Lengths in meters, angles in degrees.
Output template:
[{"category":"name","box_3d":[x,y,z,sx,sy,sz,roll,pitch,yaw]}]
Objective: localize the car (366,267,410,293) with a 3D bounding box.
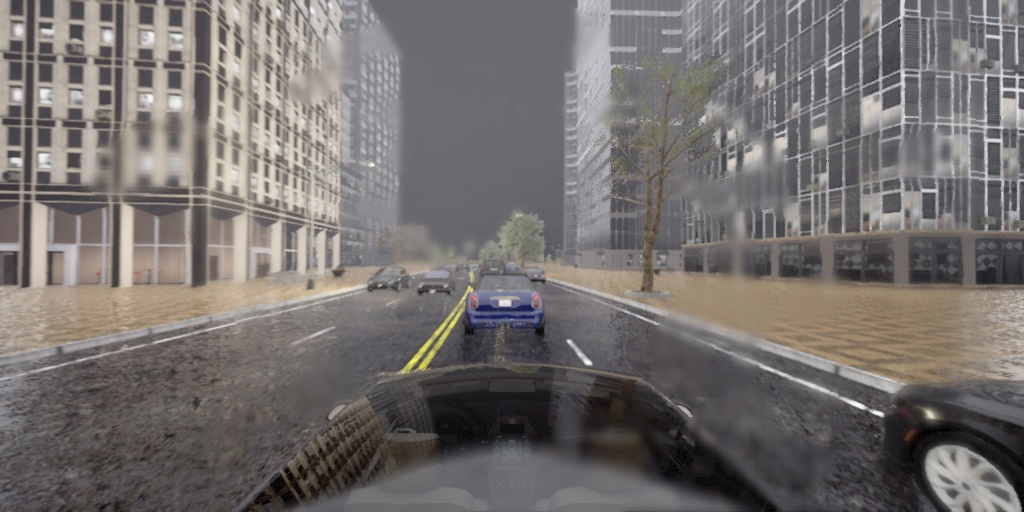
[{"category":"car","box_3d":[-7.677,1.448,22.754,1.837,1.490,4.892,0,-1,-4]}]

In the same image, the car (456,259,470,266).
[{"category":"car","box_3d":[-8.466,1.622,62.047,2.150,2.045,5.566,0,-1,-5]}]

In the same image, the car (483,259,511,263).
[{"category":"car","box_3d":[-1.667,1.290,30.824,2.150,2.045,5.566,0,-1,-6]}]

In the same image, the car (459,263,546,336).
[{"category":"car","box_3d":[-0.255,1.203,10.987,2.097,1.767,4.553,0,-1,-2]}]

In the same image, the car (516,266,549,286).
[{"category":"car","box_3d":[1.638,1.630,30.423,2.033,1.411,5.357,0,-1,-5]}]

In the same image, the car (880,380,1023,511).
[{"category":"car","box_3d":[4.223,1.273,1.140,1.837,1.490,4.892,0,-1,-1]}]

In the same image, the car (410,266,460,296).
[{"category":"car","box_3d":[-4.290,1.492,21.210,2.033,1.411,5.357,0,-1,-4]}]

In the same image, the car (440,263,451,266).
[{"category":"car","box_3d":[-11.876,1.957,63.810,2.033,1.411,5.357,0,-1,-4]}]
